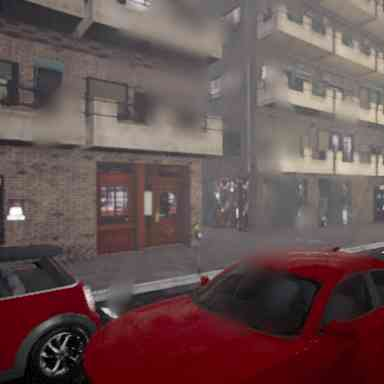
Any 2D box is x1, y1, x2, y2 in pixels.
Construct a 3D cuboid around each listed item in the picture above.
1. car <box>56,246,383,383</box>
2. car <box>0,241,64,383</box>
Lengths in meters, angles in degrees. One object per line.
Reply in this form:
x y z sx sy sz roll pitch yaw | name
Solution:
1.265 1.494 3.977 5.008 1.535 1.882 0 0 -36 | car
-3.256 1.437 3.787 4.097 1.590 1.967 0 -1 -36 | car
